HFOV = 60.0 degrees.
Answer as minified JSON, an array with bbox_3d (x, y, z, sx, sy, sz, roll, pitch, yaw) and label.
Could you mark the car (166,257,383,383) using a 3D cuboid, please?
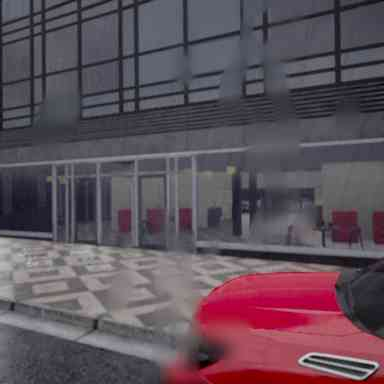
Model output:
[{"bbox_3d":[2.563,1.225,2.337,5.566,2.045,2.150,0,0,25],"label":"car"}]
